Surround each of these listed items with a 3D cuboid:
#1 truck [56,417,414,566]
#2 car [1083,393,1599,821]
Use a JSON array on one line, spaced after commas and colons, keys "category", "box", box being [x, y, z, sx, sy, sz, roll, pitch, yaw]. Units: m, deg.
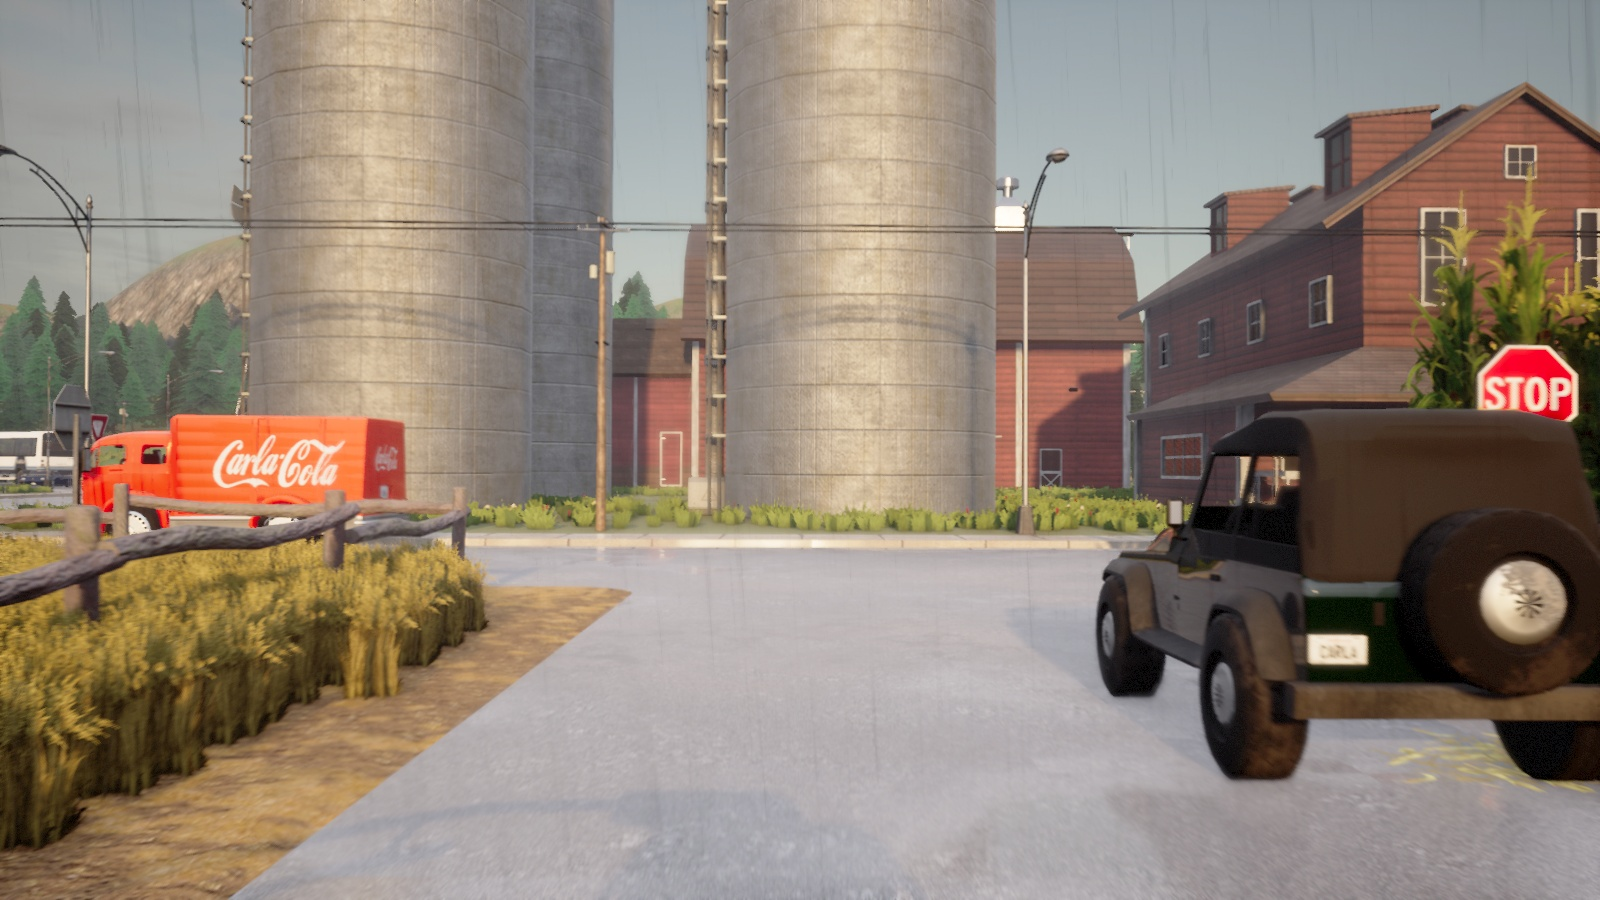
[{"category": "truck", "box": [-9.886, 0.715, 22.382, 5.204, 2.467, 2.627, 0, -1, 1]}, {"category": "car", "box": [3.084, 0.717, 7.465, 1.905, 1.878, 3.866, 0, -1, 0]}]
